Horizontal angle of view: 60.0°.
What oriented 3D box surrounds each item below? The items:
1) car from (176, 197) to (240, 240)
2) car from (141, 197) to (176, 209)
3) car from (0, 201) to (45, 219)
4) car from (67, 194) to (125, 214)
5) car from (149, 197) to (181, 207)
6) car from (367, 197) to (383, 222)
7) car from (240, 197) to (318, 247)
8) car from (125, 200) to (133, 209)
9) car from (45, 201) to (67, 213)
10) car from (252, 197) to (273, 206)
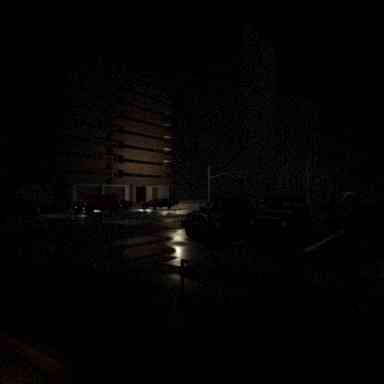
[{"bbox_3d":[1.507,1.153,16.027,1.932,1.855,4.605,0,0,34],"label":"car"},{"bbox_3d":[-4.535,1.547,44.957,2.033,1.411,5.357,0,0,34],"label":"car"},{"bbox_3d":[-15.447,1.564,28.718,1.994,1.385,4.181,0,0,34],"label":"car"},{"bbox_3d":[-10.343,1.222,36.319,2.150,2.045,5.566,0,0,34],"label":"car"},{"bbox_3d":[-4.159,1.547,51.743,2.033,1.411,5.357,0,0,35],"label":"car"},{"bbox_3d":[15.898,1.395,27.316,1.970,1.475,3.806,0,0,34],"label":"car"},{"bbox_3d":[3.874,1.156,14.361,1.905,1.878,3.866,0,0,34],"label":"car"},{"bbox_3d":[-9.990,1.547,43.126,2.033,1.411,5.357,0,0,34],"label":"car"},{"bbox_3d":[-15.364,1.601,35.121,1.895,1.301,4.718,0,0,34],"label":"car"},{"bbox_3d":[12.051,1.526,56.779,1.812,1.442,4.674,0,0,34],"label":"car"}]
